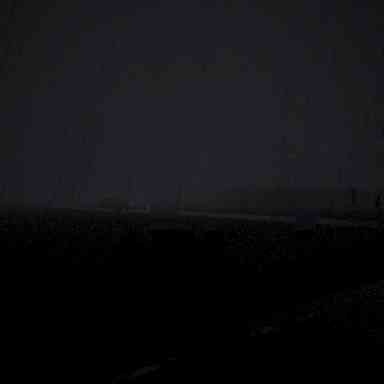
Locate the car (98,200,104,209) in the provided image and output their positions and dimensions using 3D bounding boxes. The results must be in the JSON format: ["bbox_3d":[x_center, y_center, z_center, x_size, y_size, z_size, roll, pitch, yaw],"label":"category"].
[{"bbox_3d":[-14.625,1.981,59.549,5.566,2.045,2.150,-1,-1,43],"label":"car"}]

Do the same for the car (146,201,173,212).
[{"bbox_3d":[-5.070,2.147,50.645,4.902,1.511,2.128,0,0,44],"label":"car"}]

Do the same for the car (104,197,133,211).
[{"bbox_3d":[-11.441,2.047,52.819,4.553,1.767,2.097,0,0,43],"label":"car"}]
